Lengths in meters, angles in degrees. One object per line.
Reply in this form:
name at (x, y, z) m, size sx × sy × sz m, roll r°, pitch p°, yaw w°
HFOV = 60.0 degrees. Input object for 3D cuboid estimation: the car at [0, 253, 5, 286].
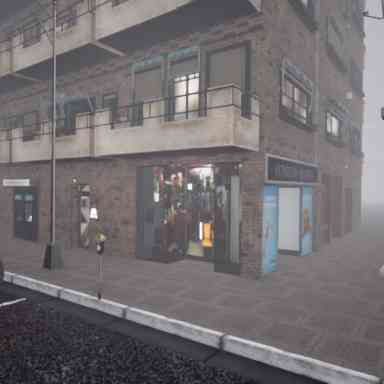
car at (-6.032, 1.524, 7.556) m, size 4.674 × 1.442 × 1.812 m, roll 0°, pitch 0°, yaw 35°
